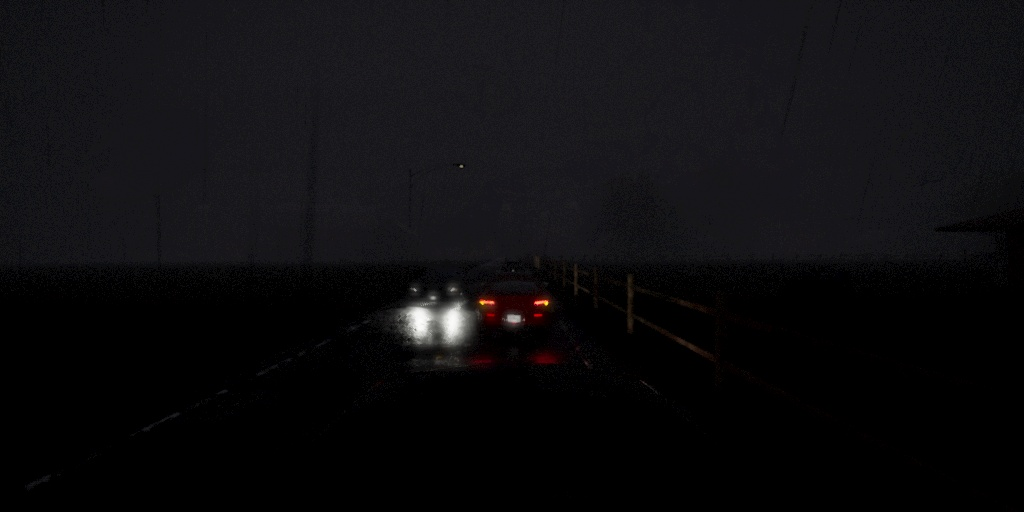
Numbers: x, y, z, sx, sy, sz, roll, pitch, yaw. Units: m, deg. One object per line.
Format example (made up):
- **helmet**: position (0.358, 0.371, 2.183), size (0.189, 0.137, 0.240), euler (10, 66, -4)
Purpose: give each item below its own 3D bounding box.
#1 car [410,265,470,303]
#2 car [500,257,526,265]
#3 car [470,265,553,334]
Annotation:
- **car**: position (-2.855, 1.097, 15.611), size (2.033, 1.411, 5.357), euler (0, 1, 0)
- **car**: position (0.084, 0.857, 29.356), size (2.128, 1.511, 4.902), euler (0, 1, 0)
- **car**: position (0.068, 1.156, 10.039), size (1.812, 1.442, 4.674), euler (0, 1, 0)
